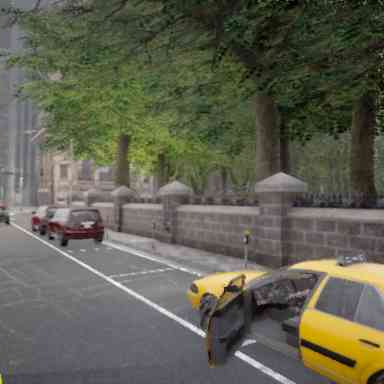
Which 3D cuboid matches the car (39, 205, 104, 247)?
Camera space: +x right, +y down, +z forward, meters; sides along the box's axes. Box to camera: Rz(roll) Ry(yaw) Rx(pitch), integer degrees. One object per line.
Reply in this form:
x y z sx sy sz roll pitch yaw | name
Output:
-6.166 1.697 17.351 2.192 1.841 5.009 1 -2 -34 | car

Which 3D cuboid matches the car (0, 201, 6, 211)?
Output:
-36.354 2.534 62.250 2.192 1.841 5.009 1 -2 -34 | car

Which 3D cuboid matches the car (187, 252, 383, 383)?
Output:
1.918 1.588 4.578 1.801 1.575 5.366 1 -2 -34 | car

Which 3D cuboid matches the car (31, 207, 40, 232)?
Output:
-9.248 1.781 21.936 2.192 1.841 5.009 1 -2 -34 | car

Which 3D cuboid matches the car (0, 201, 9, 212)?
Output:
-33.318 2.446 57.735 2.192 1.841 5.009 1 -2 -34 | car

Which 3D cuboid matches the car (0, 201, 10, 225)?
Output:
-17.262 1.922 29.041 2.097 1.767 4.553 1 -2 -34 | car
